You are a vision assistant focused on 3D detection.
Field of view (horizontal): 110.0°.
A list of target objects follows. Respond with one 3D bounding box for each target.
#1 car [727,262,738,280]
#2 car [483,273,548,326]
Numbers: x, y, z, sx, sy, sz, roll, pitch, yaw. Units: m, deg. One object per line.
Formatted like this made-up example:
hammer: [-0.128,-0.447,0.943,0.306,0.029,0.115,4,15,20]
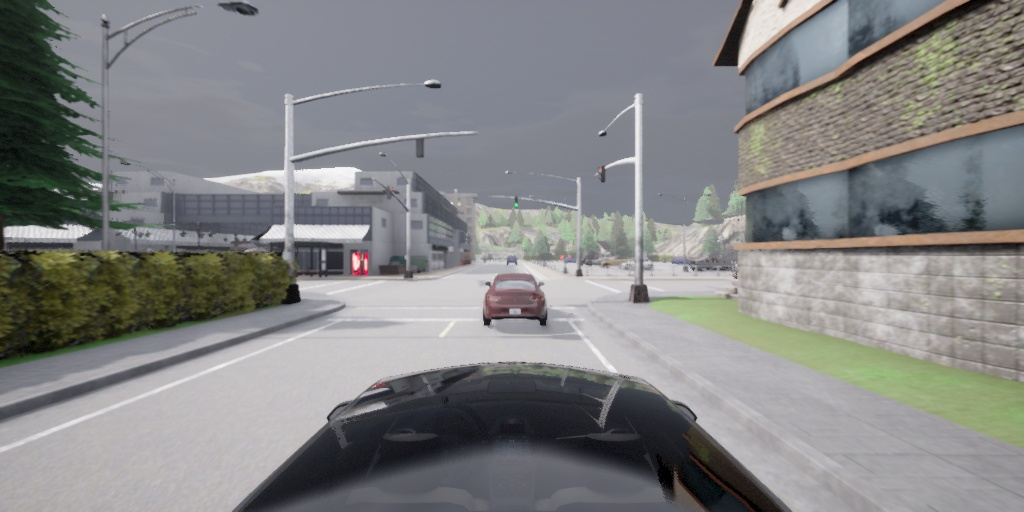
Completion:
car: [17.016,1.142,23.255,4.718,1.301,1.895,0,0,0]
car: [0.088,1.260,11.541,1.812,1.442,4.674,0,0,0]
